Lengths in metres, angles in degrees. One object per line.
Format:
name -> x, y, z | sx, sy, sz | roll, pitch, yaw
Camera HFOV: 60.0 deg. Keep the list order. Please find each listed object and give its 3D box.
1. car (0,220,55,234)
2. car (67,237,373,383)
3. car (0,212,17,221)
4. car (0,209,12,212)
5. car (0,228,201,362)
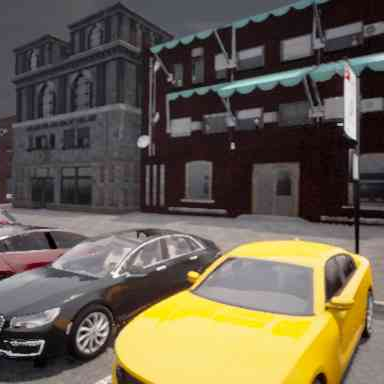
car -> -3.469, 1.516, 7.816 | 2.163, 1.488, 4.792 | 0, 0, 35
car -> 1.163, 1.481, 4.524 | 2.097, 1.535, 5.008 | 0, 0, 35
car -> -5.762, 1.489, 9.389 | 2.097, 1.535, 5.008 | 0, 0, 35
car -> -8.013, 1.365, 11.019 | 2.185, 1.767, 4.553 | 0, 0, 35
car -> -1.210, 1.485, 6.197 | 2.231, 1.521, 4.892 | 0, 0, 35
